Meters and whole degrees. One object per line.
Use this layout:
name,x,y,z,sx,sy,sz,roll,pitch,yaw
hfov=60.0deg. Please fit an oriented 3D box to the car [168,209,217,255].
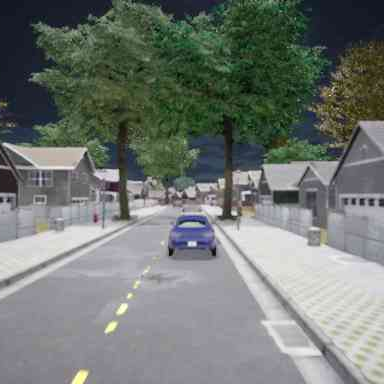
car,0.025,1.666,13.907,1.812,1.442,4.674,0,0,0

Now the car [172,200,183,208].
car,-2.764,2.417,65.699,1.837,1.490,4.892,0,-1,0

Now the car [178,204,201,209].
car,0.017,1.911,28.267,1.895,1.301,4.718,0,-1,0
